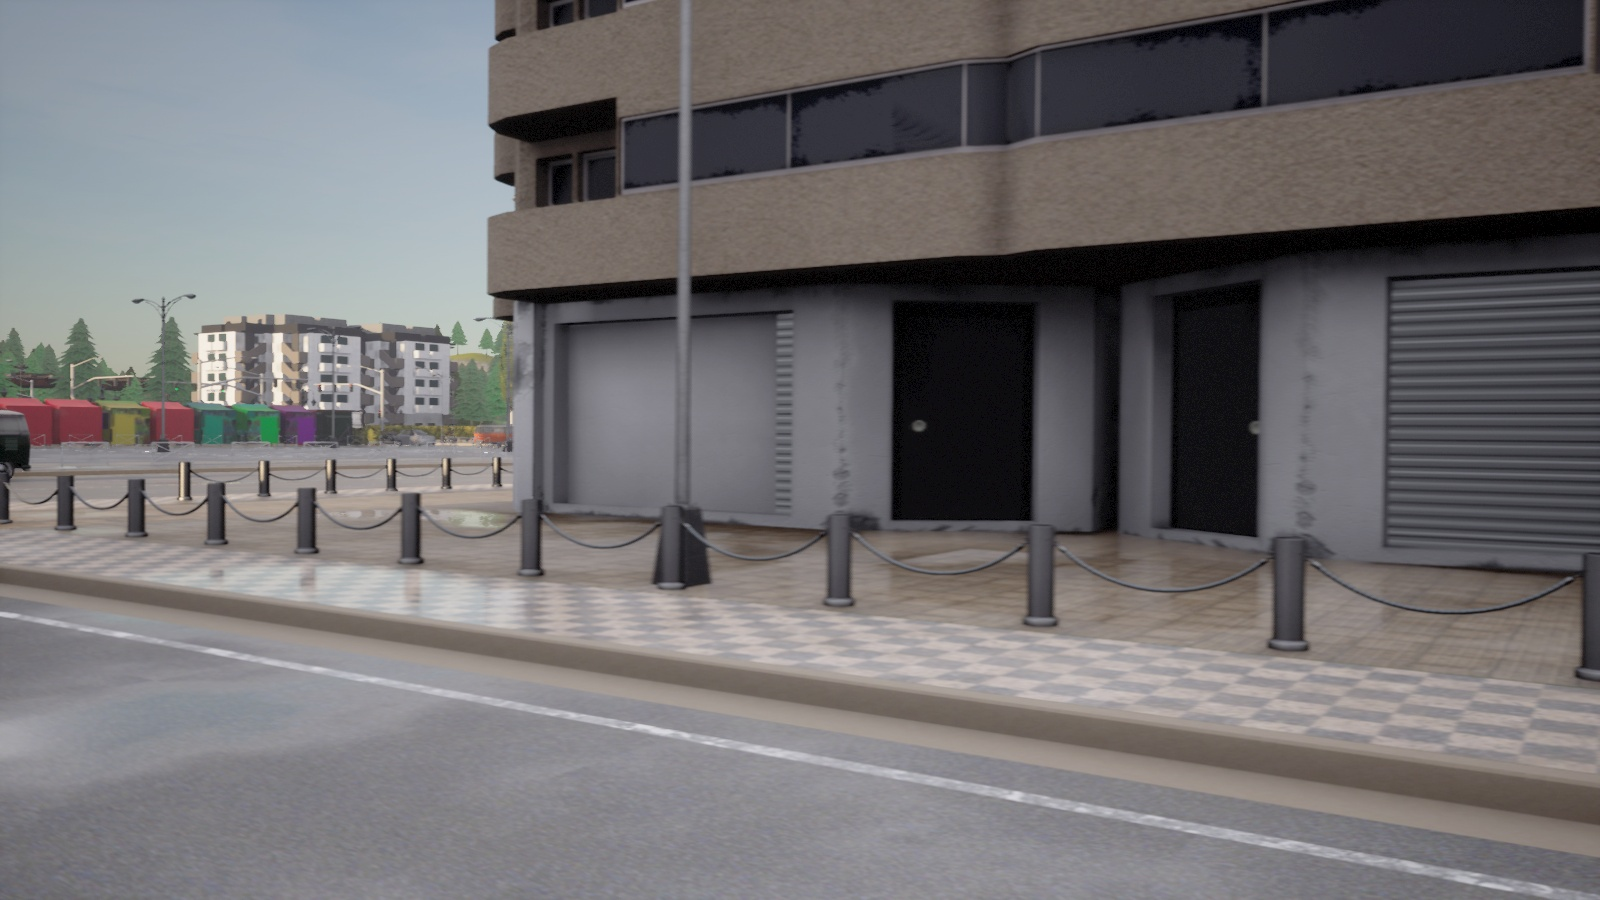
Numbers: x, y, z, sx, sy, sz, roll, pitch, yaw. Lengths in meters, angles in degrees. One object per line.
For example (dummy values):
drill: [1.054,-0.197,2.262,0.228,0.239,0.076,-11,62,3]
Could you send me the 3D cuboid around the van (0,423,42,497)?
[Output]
van: [-22.823,0.294,33.160,1.775,1.987,4.442,0,1,33]
